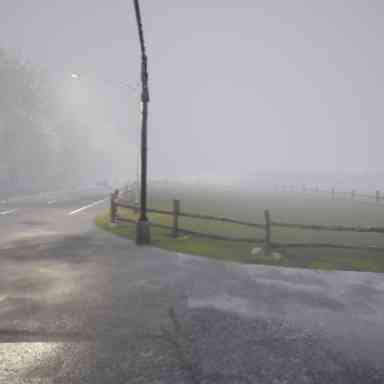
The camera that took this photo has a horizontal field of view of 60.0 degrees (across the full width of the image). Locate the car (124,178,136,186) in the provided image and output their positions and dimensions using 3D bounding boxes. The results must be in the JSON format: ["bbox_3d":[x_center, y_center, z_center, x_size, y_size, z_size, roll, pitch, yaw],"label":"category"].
[{"bbox_3d":[-11.758,-1.903,63.113,2.033,1.411,5.357,1,3,-4],"label":"car"}]

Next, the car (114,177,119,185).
[{"bbox_3d":[-15.379,-2.092,64.590,2.128,1.511,4.902,1,3,-4],"label":"car"}]

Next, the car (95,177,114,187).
[{"bbox_3d":[-14.615,-1.569,54.563,2.128,1.511,4.902,1,3,-4],"label":"car"}]
